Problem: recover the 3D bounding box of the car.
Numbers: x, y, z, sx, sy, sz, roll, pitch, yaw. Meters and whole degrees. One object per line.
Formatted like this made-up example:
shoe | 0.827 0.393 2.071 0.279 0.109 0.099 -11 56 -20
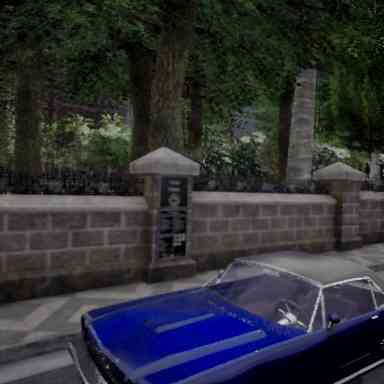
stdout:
car | 1.066 1.523 4.096 4.718 1.301 1.895 0 1 -33
